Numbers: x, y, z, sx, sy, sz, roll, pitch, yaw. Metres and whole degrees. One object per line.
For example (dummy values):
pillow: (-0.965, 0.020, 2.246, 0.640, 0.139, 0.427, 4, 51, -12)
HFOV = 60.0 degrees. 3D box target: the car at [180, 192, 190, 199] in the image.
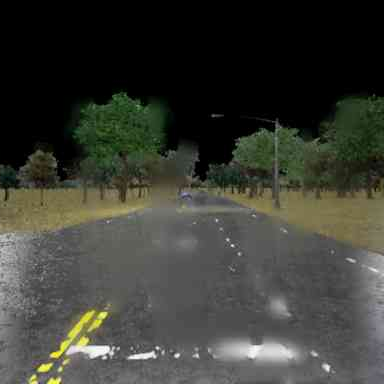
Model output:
car: (-1.571, 0.821, 77.433, 1.882, 1.535, 5.008, 0, 1, 6)
